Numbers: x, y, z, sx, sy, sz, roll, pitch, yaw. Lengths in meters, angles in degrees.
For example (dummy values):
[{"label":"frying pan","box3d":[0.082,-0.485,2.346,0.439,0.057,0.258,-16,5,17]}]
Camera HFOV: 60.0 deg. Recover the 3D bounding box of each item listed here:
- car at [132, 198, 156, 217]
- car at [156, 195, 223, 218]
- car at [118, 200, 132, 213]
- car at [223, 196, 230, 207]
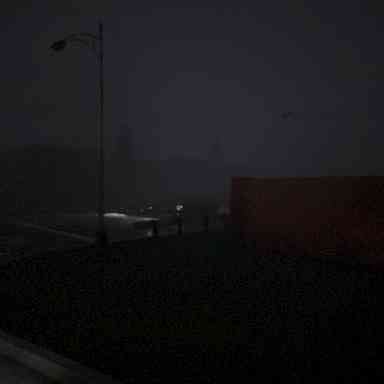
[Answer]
[{"label":"car","box3d":[-2.335,1.211,27.937,4.674,1.442,1.812,-1,1,-45]},{"label":"car","box3d":[-0.123,1.068,25.193,2.097,1.767,4.553,1,1,45]},{"label":"car","box3d":[-4.699,1.220,30.524,1.994,1.385,4.181,1,1,45]},{"label":"car","box3d":[3.310,1.168,38.533,4.718,1.301,1.895,-1,1,-45]}]
